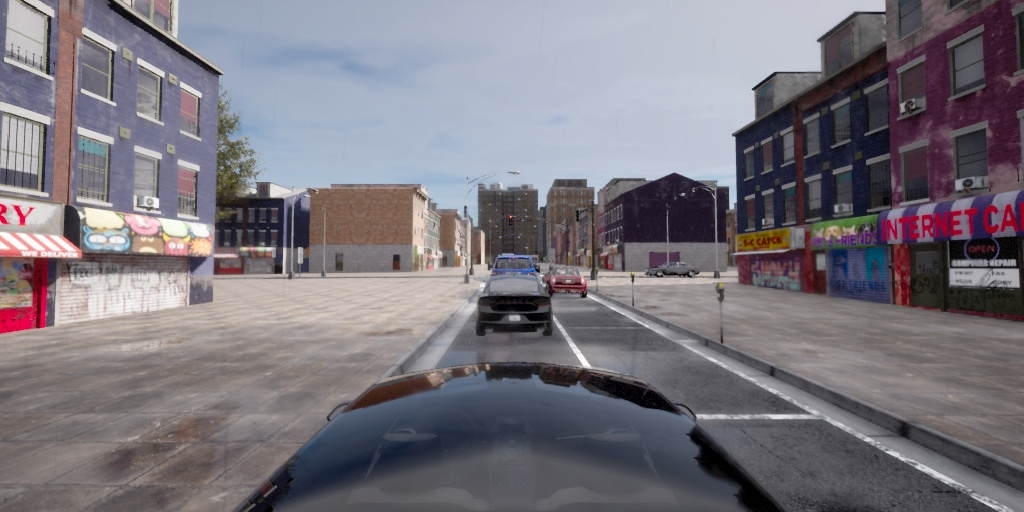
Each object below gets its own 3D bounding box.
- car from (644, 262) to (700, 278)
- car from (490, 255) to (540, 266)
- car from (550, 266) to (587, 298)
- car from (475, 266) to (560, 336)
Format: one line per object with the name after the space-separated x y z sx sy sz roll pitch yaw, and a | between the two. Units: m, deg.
14.948 1.316 33.533 4.902 1.511 2.128 0 -2 0 | car
0.067 0.993 18.001 2.150 2.045 5.566 0 0 0 | car
2.615 1.211 18.689 1.967 1.591 4.097 0 0 0 | car
0.036 1.235 10.469 1.882 1.535 5.008 0 0 -1 | car
